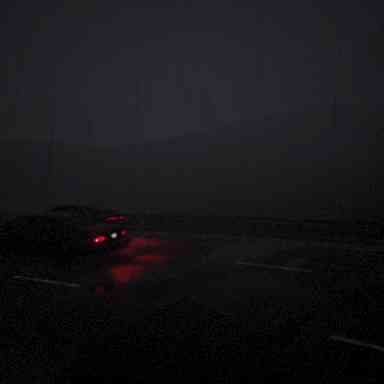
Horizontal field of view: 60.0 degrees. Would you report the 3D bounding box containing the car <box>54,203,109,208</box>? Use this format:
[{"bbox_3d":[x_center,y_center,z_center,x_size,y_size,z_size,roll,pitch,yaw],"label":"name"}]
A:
[{"bbox_3d":[-5.153,1.230,14.172,4.892,1.490,1.837,0,0,20],"label":"car"}]

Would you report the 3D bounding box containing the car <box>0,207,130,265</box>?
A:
[{"bbox_3d":[-4.679,1.353,10.596,5.357,1.411,2.033,0,1,19],"label":"car"}]
